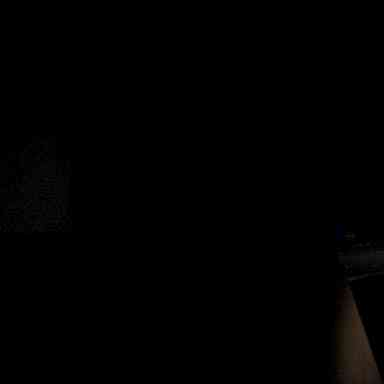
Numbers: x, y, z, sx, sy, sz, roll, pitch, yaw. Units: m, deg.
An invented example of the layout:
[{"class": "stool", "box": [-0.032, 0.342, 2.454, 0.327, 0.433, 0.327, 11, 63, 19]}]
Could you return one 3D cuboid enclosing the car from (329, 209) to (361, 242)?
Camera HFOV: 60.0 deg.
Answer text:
[{"class": "car", "box": [5.334, 1.462, 14.932, 5.008, 1.535, 1.882, 0, 0, -27]}]
